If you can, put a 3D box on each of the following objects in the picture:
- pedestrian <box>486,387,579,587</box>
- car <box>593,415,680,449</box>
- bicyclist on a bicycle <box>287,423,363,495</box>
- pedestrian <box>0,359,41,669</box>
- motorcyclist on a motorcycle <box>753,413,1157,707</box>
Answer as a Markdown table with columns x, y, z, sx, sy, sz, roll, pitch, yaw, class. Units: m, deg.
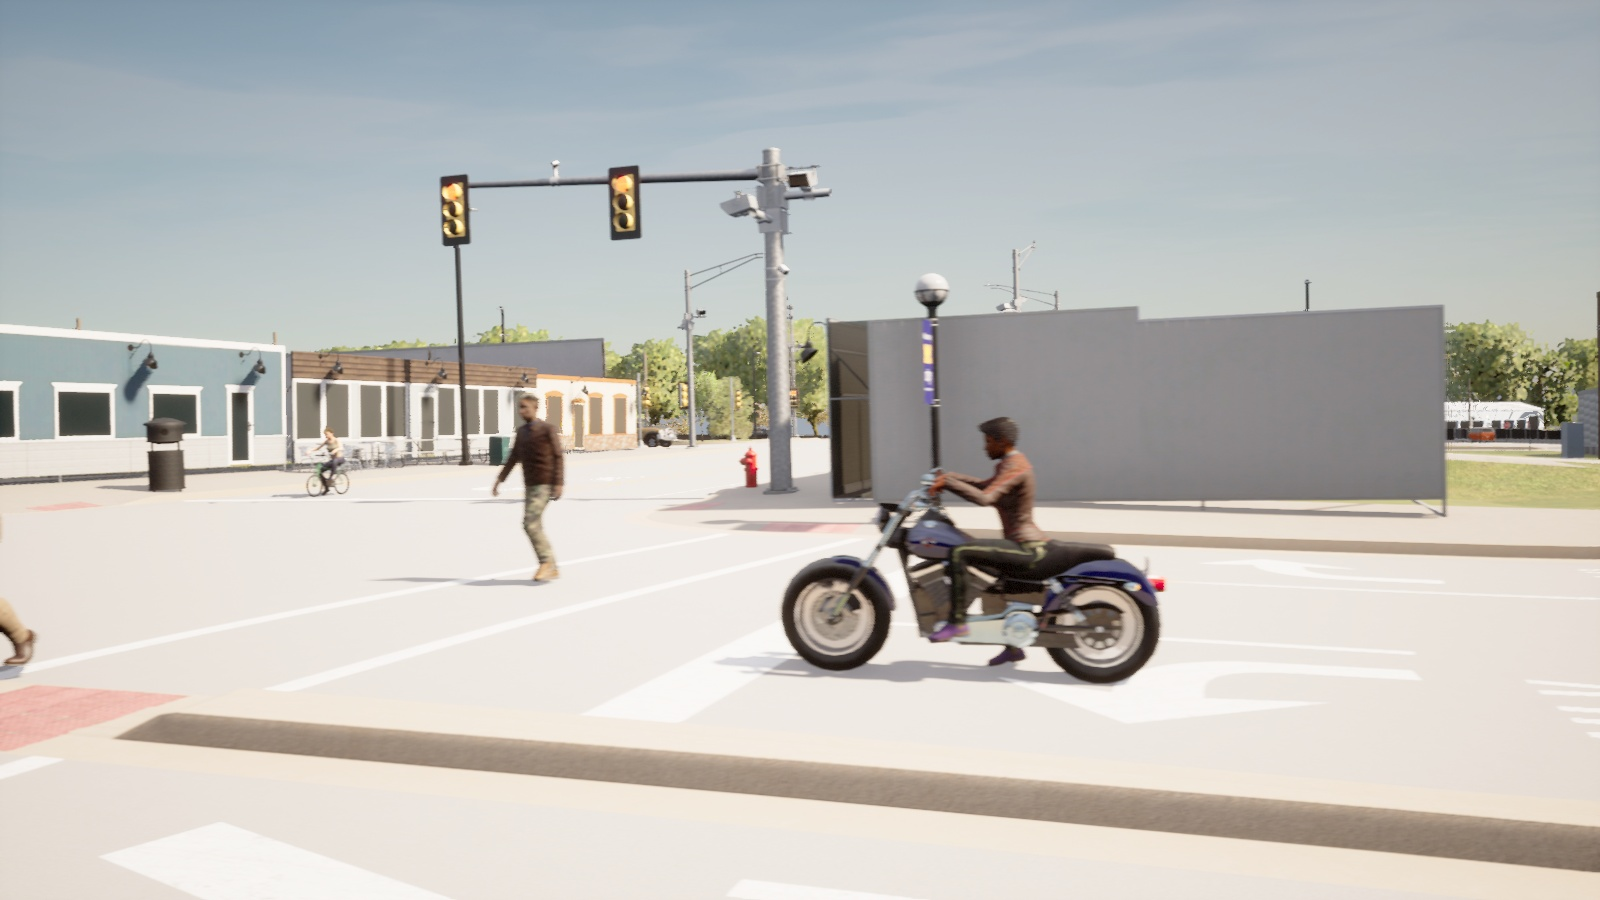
| x | y | z | sx | sy | sz | roll | pitch | yaw | class |
| --- | --- | --- | --- | --- | --- | --- | --- | --- | --- |
| -2.545 | 0.328 | 11.980 | 0.431 | 1.840 | 0.703 | 0 | 2 | 35 | pedestrian |
| -9.484 | -1.038 | 72.774 | 4.605 | 1.855 | 1.932 | -1 | 2 | 21 | car |
| -11.133 | 0.196 | 29.477 | 0.866 | 1.612 | 1.509 | -1 | 1 | 18 | bicyclist on a bicycle |
| -5.057 | 0.387 | 7.451 | 0.540 | 1.848 | 0.694 | -1 | 2 | 19 | pedestrian |
| 0.952 | 0.610 | 7.756 | 2.350 | 1.649 | 0.766 | 1 | 2 | 13 | motorcyclist on a motorcycle |
